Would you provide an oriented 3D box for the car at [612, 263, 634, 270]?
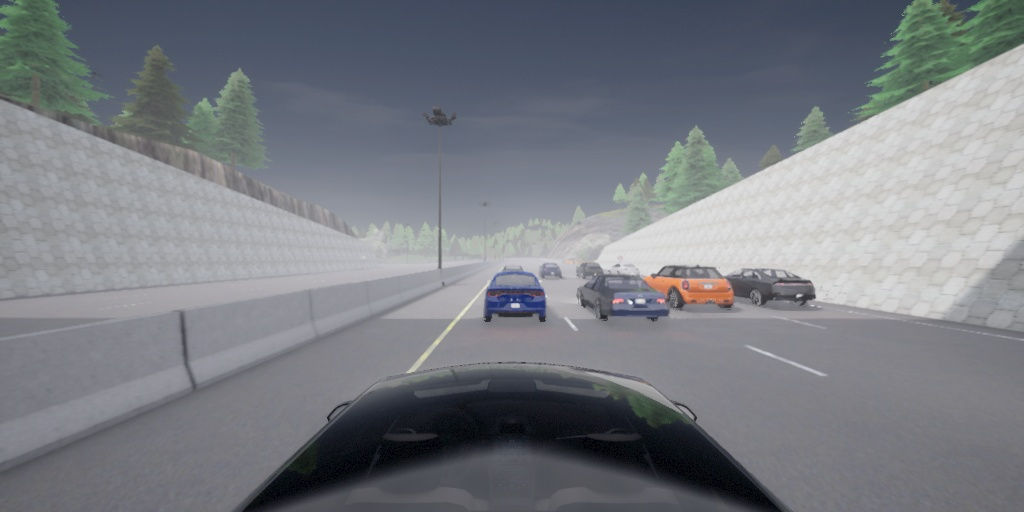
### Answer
[{"bbox_3d":[10.585,1.353,33.887,1.812,1.442,4.674,0,0,0],"label":"car"}]

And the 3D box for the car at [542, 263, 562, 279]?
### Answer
[{"bbox_3d":[3.586,1.353,33.918,1.812,1.442,4.674,0,0,0],"label":"car"}]

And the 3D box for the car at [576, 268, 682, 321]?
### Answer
[{"bbox_3d":[3.600,1.324,12.574,2.033,1.411,5.357,0,0,0],"label":"car"}]

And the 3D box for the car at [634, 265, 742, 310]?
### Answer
[{"bbox_3d":[7.100,1.134,15.094,2.097,1.767,4.553,0,0,0],"label":"car"}]

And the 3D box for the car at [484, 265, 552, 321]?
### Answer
[{"bbox_3d":[0.100,1.254,12.564,1.882,1.535,5.008,0,0,0],"label":"car"}]

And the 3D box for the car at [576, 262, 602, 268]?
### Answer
[{"bbox_3d":[7.098,1.331,33.037,1.837,1.490,4.892,0,0,0],"label":"car"}]

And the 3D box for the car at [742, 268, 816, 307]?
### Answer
[{"bbox_3d":[10.601,1.275,15.662,2.128,1.511,4.902,0,0,0],"label":"car"}]
